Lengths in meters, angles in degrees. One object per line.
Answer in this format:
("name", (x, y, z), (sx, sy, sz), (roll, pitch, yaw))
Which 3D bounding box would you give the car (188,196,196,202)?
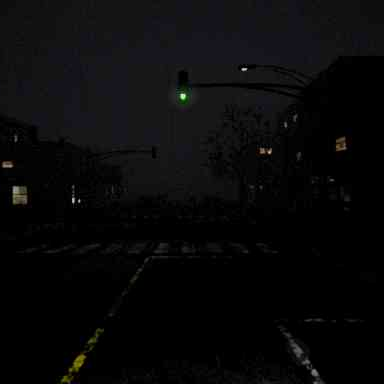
("car", (0.015, 1.550, 77.808), (1.994, 1.385, 4.181), (0, 0, 0))

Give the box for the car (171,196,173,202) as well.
("car", (-5.681, 1.405, 69.125), (2.192, 1.841, 5.009), (-1, 0, 0))

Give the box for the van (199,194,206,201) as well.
("van", (2.703, 1.451, 85.755), (1.690, 1.788, 3.998), (-1, 0, 0))

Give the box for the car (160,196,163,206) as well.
("car", (-5.684, 1.606, 46.948), (1.887, 1.381, 4.507), (-1, 0, 0))

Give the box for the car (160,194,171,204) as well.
("car", (-5.683, 1.398, 63.581), (2.192, 1.841, 5.009), (-1, 0, 0))

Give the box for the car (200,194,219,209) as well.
("car", (2.695, 1.377, 46.947), (2.192, 1.841, 5.009), (-1, 0, 0))

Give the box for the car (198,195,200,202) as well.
("car", (2.700, 1.634, 63.579), (2.008, 1.369, 4.403), (-1, 0, 0))

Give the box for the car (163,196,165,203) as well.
("car", (-5.683, 1.651, 52.493), (1.802, 1.307, 4.206), (-1, 0, 0))

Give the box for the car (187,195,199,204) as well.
("car", (0.012, 1.565, 67.357), (1.882, 1.535, 5.008), (0, 0, 0))

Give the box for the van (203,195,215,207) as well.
("van", (2.696, 1.410, 52.491), (1.690, 1.788, 3.998), (-1, 0, 0))

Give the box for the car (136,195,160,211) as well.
("car", (-5.687, 1.370, 41.405), (2.192, 1.841, 5.009), (-1, 0, 0))
